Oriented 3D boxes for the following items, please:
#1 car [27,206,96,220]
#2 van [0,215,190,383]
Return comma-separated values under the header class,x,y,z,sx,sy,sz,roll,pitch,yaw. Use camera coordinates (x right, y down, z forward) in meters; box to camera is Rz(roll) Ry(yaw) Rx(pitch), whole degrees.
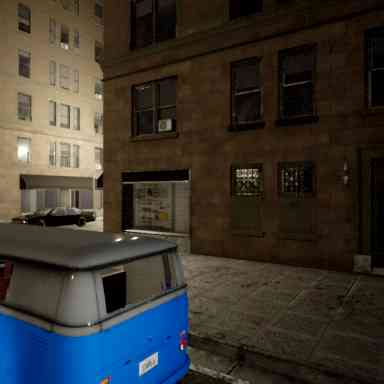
class,x,y,z,sx,sy,sz,roll,pitch,yaw
car,-8.771,1.626,21.486,2.033,1.411,5.357,0,0,33
van,-1.948,1.341,4.074,3.998,1.788,1.690,0,0,33
